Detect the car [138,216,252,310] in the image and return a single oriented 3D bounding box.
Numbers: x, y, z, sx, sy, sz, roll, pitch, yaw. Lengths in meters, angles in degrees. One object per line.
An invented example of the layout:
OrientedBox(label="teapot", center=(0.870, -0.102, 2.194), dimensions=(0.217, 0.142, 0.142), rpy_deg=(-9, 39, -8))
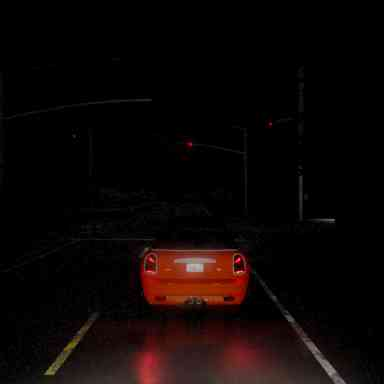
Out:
OrientedBox(label="car", center=(0.058, 1.352, 7.985), dimensions=(2.097, 1.767, 4.553), rpy_deg=(0, 0, 0))
